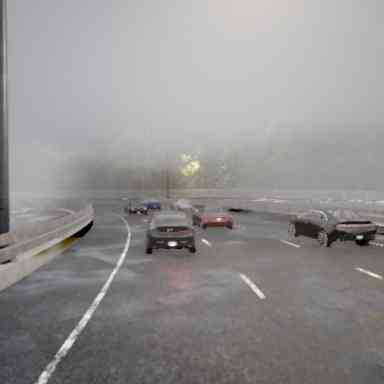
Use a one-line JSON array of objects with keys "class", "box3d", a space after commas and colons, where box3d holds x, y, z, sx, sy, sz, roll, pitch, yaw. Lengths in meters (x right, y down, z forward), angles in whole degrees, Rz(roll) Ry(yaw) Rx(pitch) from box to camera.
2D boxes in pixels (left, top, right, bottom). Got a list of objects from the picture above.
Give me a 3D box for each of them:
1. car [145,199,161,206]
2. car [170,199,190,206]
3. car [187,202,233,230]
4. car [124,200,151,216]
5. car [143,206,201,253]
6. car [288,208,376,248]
[{"class": "car", "box3d": [-5.496, 1.630, 43.035, 1.882, 1.535, 5.008, 0, 0, -23]}, {"class": "car", "box3d": [-1.344, 1.641, 42.142, 1.812, 1.442, 4.674, 0, 0, -22]}, {"class": "car", "box3d": [1.209, 1.608, 21.718, 1.994, 1.385, 4.181, 0, 0, -11]}, {"class": "car", "box3d": [-5.965, 1.737, 34.768, 1.895, 1.301, 4.718, 0, 0, -19]}, {"class": "car", "box3d": [-0.991, 1.549, 13.950, 1.837, 1.490, 4.892, 0, 0, -7]}, {"class": "car", "box3d": [5.940, 1.479, 14.795, 2.128, 1.511, 4.902, 0, 0, -8]}]
